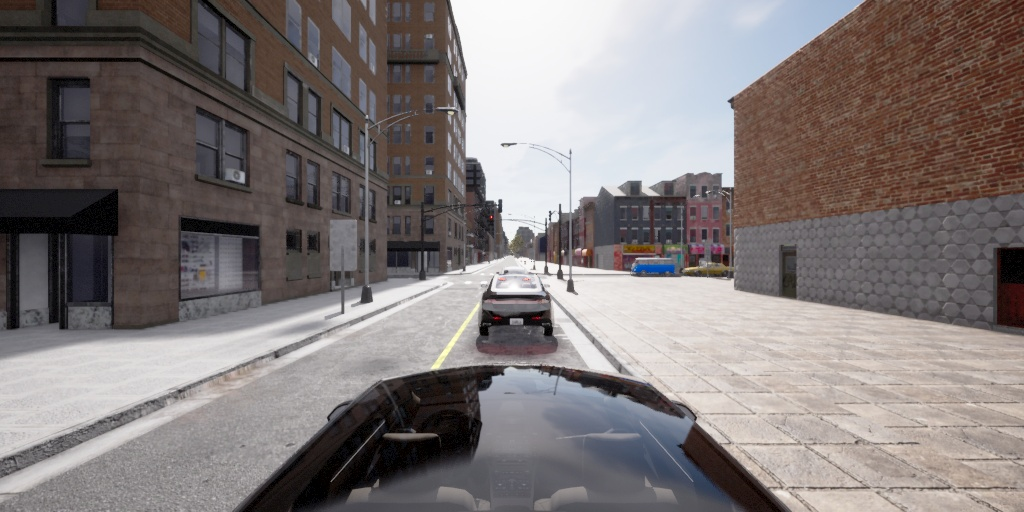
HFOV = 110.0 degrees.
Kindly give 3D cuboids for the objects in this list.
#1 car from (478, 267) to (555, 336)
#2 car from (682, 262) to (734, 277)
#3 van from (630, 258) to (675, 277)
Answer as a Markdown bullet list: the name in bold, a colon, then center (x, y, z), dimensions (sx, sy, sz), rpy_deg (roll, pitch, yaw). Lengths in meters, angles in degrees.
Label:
- **car**: center (0.105, 1.241, 10.370), dimensions (2.128, 1.511, 4.902), rpy_deg (0, 0, 0)
- **car**: center (19.206, 1.267, 35.060), dimensions (4.829, 1.417, 1.751), rpy_deg (0, 0, 0)
- **van**: center (13.764, 1.087, 35.073), dimensions (3.998, 1.789, 1.690), rpy_deg (0, 0, 0)
